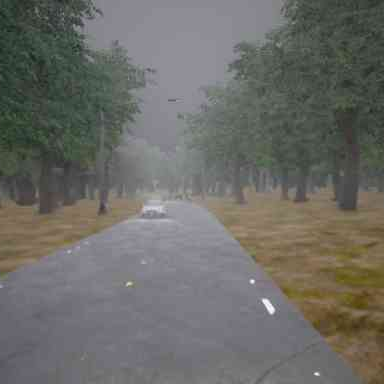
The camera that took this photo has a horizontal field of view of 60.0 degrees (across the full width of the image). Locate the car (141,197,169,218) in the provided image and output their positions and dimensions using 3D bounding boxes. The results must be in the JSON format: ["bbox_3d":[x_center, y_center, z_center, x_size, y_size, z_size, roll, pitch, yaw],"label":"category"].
[{"bbox_3d":[-3.197,1.389,28.477,1.812,1.442,4.674,0,0,-1],"label":"car"}]

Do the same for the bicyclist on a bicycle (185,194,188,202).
[{"bbox_3d":[-1.049,1.110,63.809,0.582,1.620,1.656,0,0,-5],"label":"bicyclist on a bicycle"}]

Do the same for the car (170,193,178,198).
[{"bbox_3d":[-4.997,0.986,91.437,1.812,1.442,4.674,0,0,-8],"label":"car"}]

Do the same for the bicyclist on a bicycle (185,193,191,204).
[{"bbox_3d":[-0.358,1.149,54.712,0.866,1.612,1.509,0,0,-3],"label":"bicyclist on a bicycle"}]

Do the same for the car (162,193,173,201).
[{"bbox_3d":[-5.504,1.192,70.581,1.895,1.301,4.718,0,0,-5],"label":"car"}]

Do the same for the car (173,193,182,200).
[{"bbox_3d":[-3.437,1.063,79.288,1.837,1.490,4.892,0,0,-7],"label":"car"}]
